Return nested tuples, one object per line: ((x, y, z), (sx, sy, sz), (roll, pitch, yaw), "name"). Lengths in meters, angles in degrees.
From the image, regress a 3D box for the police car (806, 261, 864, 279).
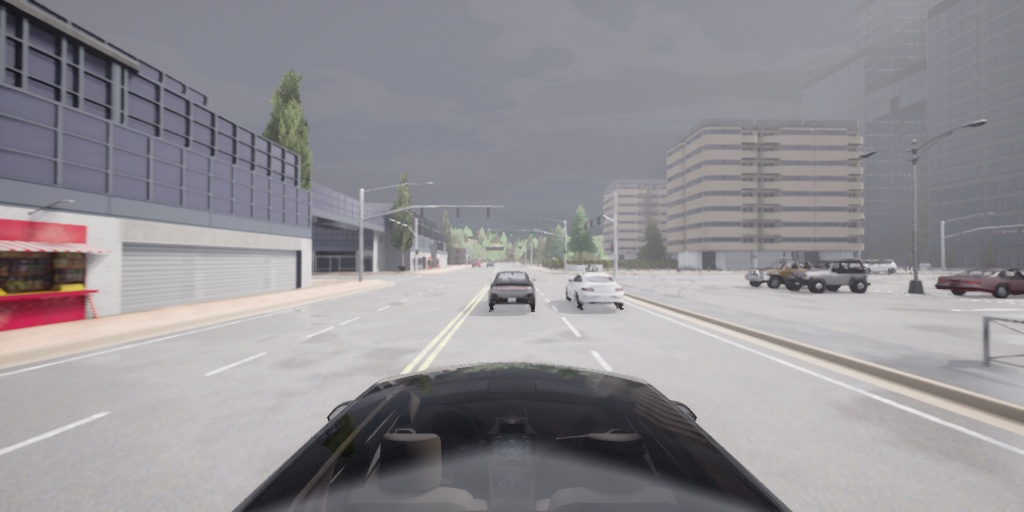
((40.351, 1.735, 44.867), (4.974, 1.542, 2.038), (0, -1, -2), "police car")

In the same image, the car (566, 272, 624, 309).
((3.519, 1.431, 15.734), (1.812, 1.442, 4.674), (0, 0, 1), "car")

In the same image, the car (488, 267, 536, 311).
((0.014, 1.394, 15.334), (2.128, 1.511, 4.902), (0, 0, 0), "car")
